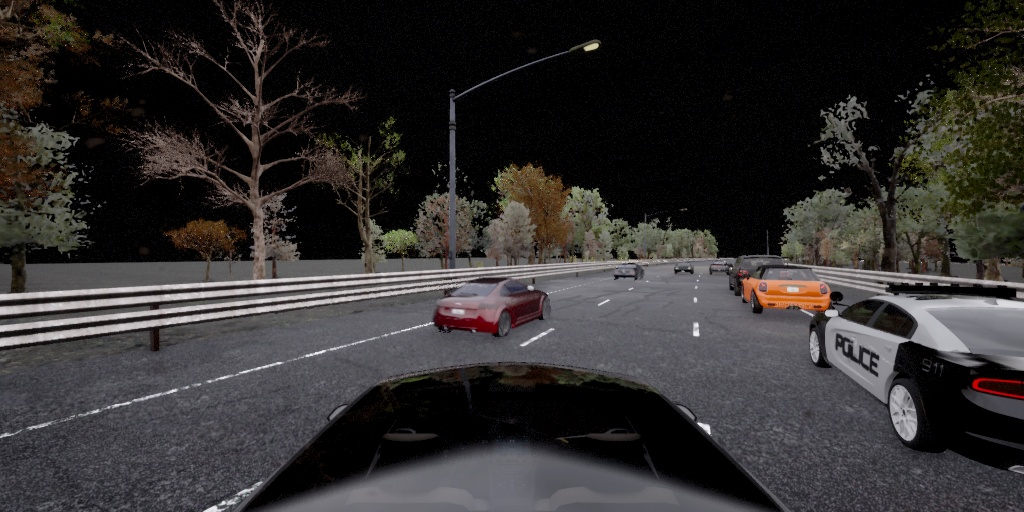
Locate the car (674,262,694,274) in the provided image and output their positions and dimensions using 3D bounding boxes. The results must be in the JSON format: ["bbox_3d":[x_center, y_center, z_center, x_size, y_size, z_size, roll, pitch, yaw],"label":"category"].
[{"bbox_3d":[19.548,1.370,40.648,1.895,1.301,4.718,0,0,29],"label":"car"}]

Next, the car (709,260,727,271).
[{"bbox_3d":[29.222,1.334,50.852,2.033,1.411,5.357,0,0,30],"label":"car"}]

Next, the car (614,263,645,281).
[{"bbox_3d":[10.058,1.306,30.617,2.033,1.411,5.357,0,0,28],"label":"car"}]

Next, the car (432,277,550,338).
[{"bbox_3d":[-0.394,1.313,10.420,1.994,1.385,4.181,0,0,27],"label":"car"}]

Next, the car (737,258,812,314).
[{"bbox_3d":[10.015,1.102,13.438,2.097,1.767,4.553,0,0,27],"label":"car"}]

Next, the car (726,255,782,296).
[{"bbox_3d":[12.761,0.978,18.755,2.150,2.045,5.566,0,0,28],"label":"car"}]

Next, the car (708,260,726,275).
[{"bbox_3d":[22.676,1.262,39.232,2.128,1.511,4.902,0,0,30],"label":"car"}]

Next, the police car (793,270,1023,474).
[{"bbox_3d":[5.637,1.175,4.743,1.930,1.638,5.238,0,0,26],"label":"police car"}]
